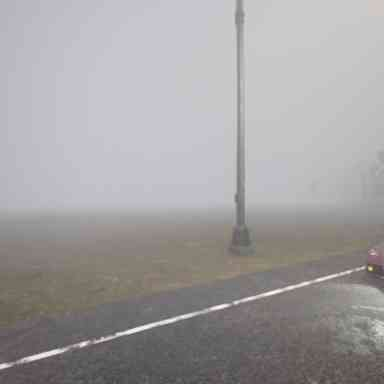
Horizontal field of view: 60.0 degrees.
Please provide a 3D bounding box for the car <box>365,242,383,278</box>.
[{"bbox_3d":[6.265,1.492,8.487,4.181,1.385,1.994,-1,0,-36],"label":"car"}]
